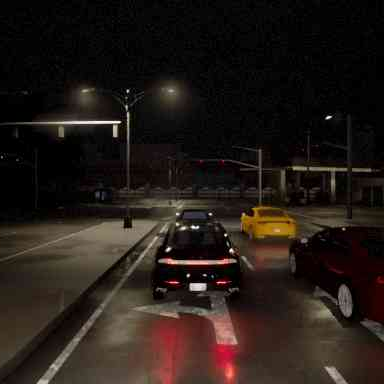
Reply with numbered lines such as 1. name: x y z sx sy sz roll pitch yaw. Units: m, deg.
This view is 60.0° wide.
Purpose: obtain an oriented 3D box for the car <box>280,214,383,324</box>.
1. car: 3.603 1.478 7.238 1.882 1.535 5.008 0 0 0

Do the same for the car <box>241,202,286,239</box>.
1. car: 3.610 1.478 16.490 1.882 1.535 5.008 0 0 0

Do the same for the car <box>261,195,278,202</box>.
1. car: 13.240 1.295 56.738 2.242 1.667 4.611 0 0 0

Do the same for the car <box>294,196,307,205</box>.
1. car: 18.986 1.456 57.497 1.970 1.475 3.806 0 0 0

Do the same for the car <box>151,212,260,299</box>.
1. car: 0.104 1.492 8.399 2.128 1.511 4.902 0 0 0

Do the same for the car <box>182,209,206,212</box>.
1. car: 0.111 1.564 17.168 1.994 1.385 4.181 0 0 -1
